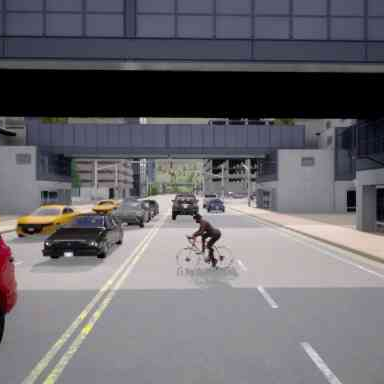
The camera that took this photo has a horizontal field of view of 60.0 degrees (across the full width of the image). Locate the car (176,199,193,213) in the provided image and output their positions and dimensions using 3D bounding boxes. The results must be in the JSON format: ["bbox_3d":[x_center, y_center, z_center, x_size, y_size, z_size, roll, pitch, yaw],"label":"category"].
[{"bbox_3d":[-0.828,1.526,37.908,1.812,1.442,4.674,0,0,-1],"label":"car"}]

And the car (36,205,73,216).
[{"bbox_3d":[-7.502,1.477,17.878,1.882,1.535,5.008,0,0,-1],"label":"car"}]

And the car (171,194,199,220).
[{"bbox_3d":[-0.564,1.221,28.211,2.150,2.045,5.566,0,0,-1],"label":"car"}]

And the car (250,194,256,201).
[{"bbox_3d":[14.742,1.153,77.916,1.932,1.855,4.605,0,0,-2],"label":"car"}]

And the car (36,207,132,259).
[{"bbox_3d":[-3.887,1.547,12.943,2.033,1.411,5.357,0,0,-2],"label":"car"}]

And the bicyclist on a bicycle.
[{"bbox_3d":[0.354,1.454,9.561,1.656,1.620,0.582,-2,0,-1],"label":"bicyclist on a bicycle"}]

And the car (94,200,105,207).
[{"bbox_3d":[-7.792,1.478,30.775,1.882,1.535,5.008,0,0,-1],"label":"car"}]

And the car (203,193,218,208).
[{"bbox_3d":[2.821,1.221,47.498,2.150,2.045,5.566,0,0,8],"label":"car"}]

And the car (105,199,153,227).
[{"bbox_3d":[-4.111,1.352,22.416,2.097,1.767,4.553,0,0,-1],"label":"car"}]

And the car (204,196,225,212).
[{"bbox_3d":[2.668,1.526,37.992,1.812,1.442,4.674,0,0,-1],"label":"car"}]

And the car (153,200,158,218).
[{"bbox_3d":[-4.145,1.526,27.455,1.812,1.442,4.674,0,0,-1],"label":"car"}]

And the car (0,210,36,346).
[{"bbox_3d":[-3.624,1.221,2.706,2.150,2.045,5.566,0,0,-2],"label":"car"}]
